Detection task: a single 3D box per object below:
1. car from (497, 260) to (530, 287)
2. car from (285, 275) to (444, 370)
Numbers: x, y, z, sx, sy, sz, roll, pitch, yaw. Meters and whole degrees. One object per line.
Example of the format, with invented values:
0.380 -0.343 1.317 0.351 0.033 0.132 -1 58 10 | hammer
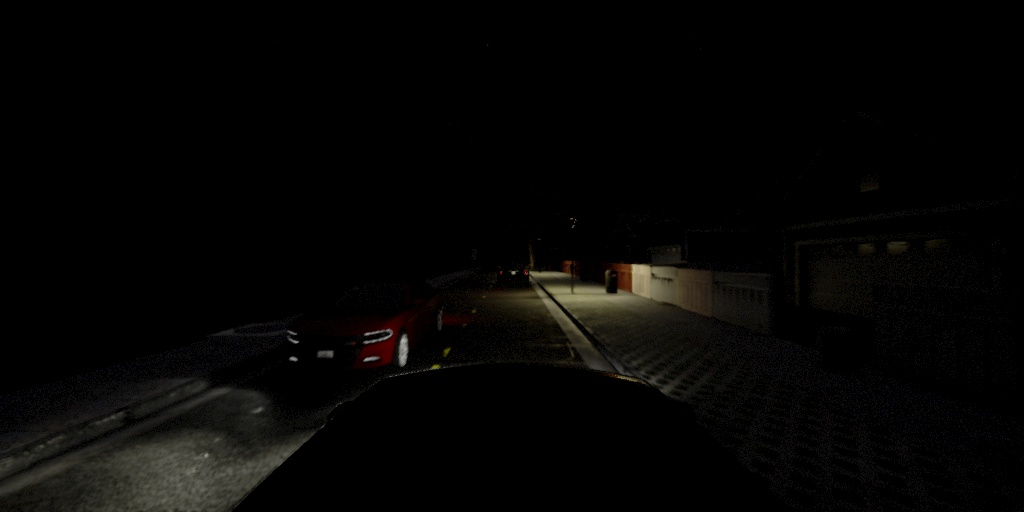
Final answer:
0.092 1.115 24.800 2.097 1.767 4.553 0 0 0 | car
-2.822 1.229 7.953 1.882 1.535 5.008 0 0 0 | car
